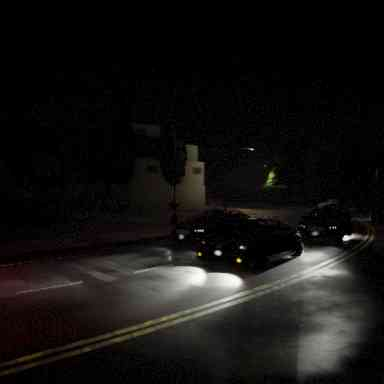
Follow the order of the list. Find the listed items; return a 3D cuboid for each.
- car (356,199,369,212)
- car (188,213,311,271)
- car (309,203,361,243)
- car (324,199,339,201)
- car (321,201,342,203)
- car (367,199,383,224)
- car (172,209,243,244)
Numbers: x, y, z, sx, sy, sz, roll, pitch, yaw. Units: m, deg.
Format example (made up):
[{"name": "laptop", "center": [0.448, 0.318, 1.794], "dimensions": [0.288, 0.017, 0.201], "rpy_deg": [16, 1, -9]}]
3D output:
[{"name": "car", "center": [20.792, 1.562, 39.410], "dimensions": [2.128, 1.511, 4.902], "rpy_deg": [0, 0, 2]}, {"name": "car", "center": [2.089, 1.596, 11.200], "dimensions": [1.994, 1.385, 4.181], "rpy_deg": [0, 0, 42]}, {"name": "car", "center": [6.697, 1.527, 16.432], "dimensions": [2.128, 1.511, 4.902], "rpy_deg": [0, 0, 34]}, {"name": "car", "center": [17.335, 1.613, 41.526], "dimensions": [1.812, 1.442, 4.674], "rpy_deg": [0, 0, 0]}, {"name": "car", "center": [9.144, 1.549, 21.119], "dimensions": [1.837, 1.490, 4.892], "rpy_deg": [0, 0, 27]}, {"name": "car", "center": [14.511, 1.548, 24.614], "dimensions": [1.837, 1.490, 4.892], "rpy_deg": [0, 0, 21]}, {"name": "car", "center": [1.099, 1.539, 15.286], "dimensions": [2.128, 1.511, 4.902], "rpy_deg": [0, 0, 38]}]
